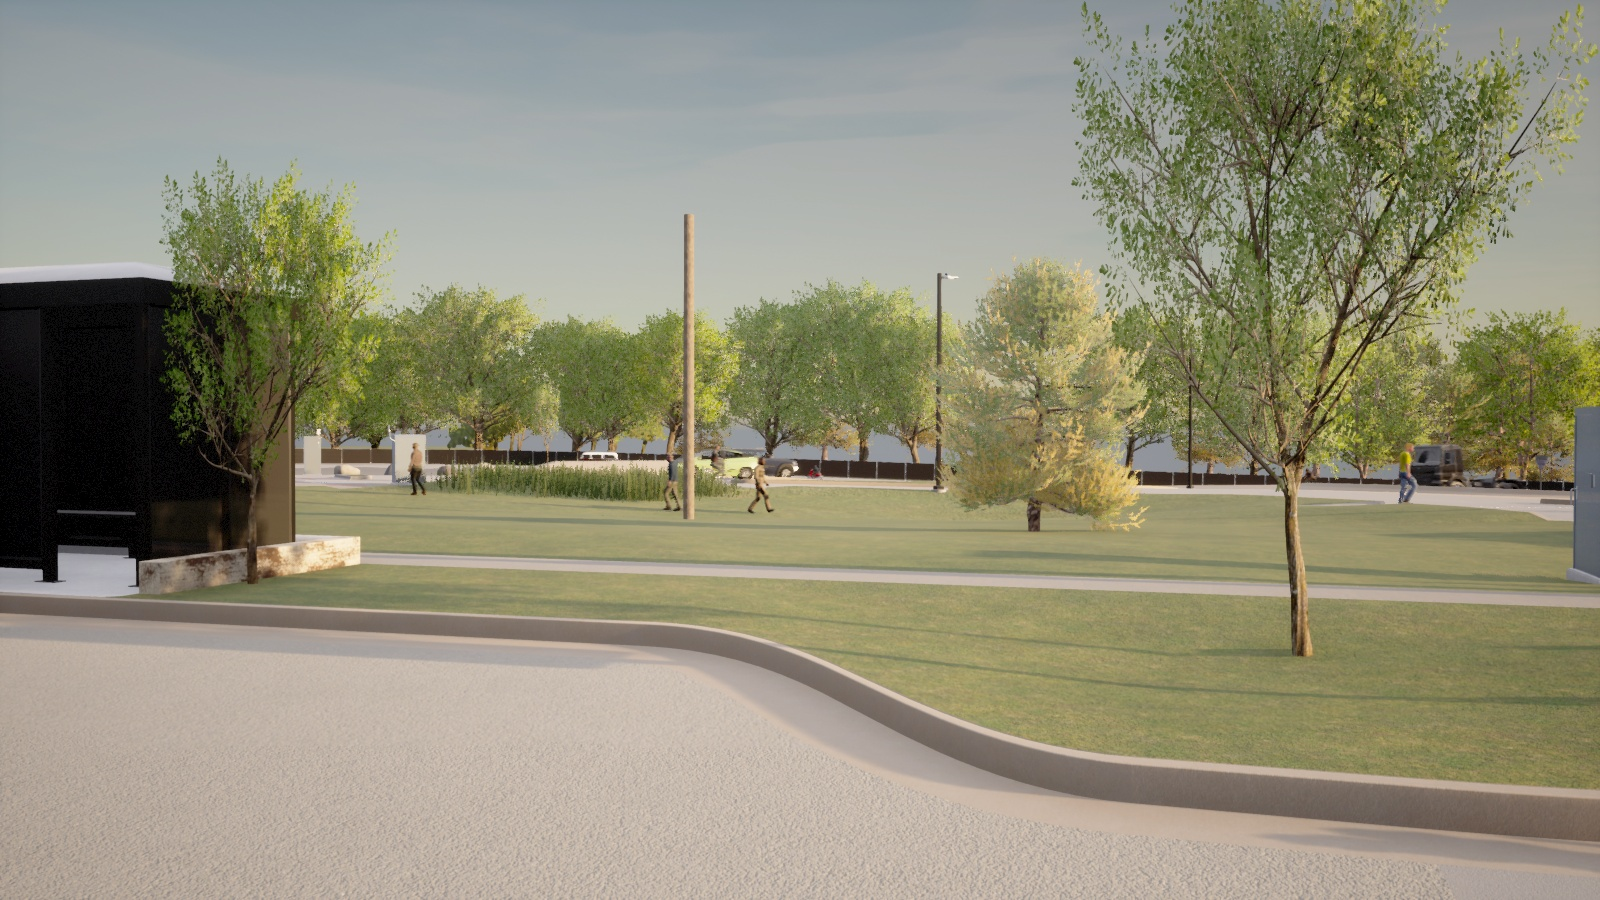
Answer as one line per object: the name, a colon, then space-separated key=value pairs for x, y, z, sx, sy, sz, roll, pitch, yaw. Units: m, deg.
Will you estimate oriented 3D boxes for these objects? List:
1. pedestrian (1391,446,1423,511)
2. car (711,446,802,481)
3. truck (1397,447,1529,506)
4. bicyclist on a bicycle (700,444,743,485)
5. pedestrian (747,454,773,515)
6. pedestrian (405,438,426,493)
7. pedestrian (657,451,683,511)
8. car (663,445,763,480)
pedestrian: x=17.363 y=0.815 z=35.929 sx=0.706 sy=1.836 sz=0.354 roll=1 pitch=1 yaw=10
car: x=-2.410 y=0.764 z=69.805 sx=4.605 sy=1.855 sz=1.932 roll=1 pitch=-1 yaw=-22
truck: x=40.730 y=1.683 z=77.087 sx=7.936 sy=3.462 sz=2.891 roll=2 pitch=-2 yaw=-24
bicyclist on a bicycle: x=-3.504 y=0.647 z=55.929 sx=1.843 sy=1.776 sz=0.659 roll=1 pitch=1 yaw=-7
pedestrian: x=-1.269 y=1.089 z=39.804 sx=0.692 sy=1.930 sz=0.396 roll=1 pitch=1 yaw=16
pedestrian: x=-12.993 y=0.507 z=42.451 sx=0.634 sy=1.846 sz=0.331 roll=1 pitch=1 yaw=25
pedestrian: x=-4.080 y=0.967 z=39.461 sx=0.726 sy=1.842 sz=0.402 roll=1 pitch=1 yaw=15
car: x=-4.336 y=0.630 z=62.247 sx=4.514 sy=1.525 sz=2.007 roll=2 pitch=1 yaw=-19
